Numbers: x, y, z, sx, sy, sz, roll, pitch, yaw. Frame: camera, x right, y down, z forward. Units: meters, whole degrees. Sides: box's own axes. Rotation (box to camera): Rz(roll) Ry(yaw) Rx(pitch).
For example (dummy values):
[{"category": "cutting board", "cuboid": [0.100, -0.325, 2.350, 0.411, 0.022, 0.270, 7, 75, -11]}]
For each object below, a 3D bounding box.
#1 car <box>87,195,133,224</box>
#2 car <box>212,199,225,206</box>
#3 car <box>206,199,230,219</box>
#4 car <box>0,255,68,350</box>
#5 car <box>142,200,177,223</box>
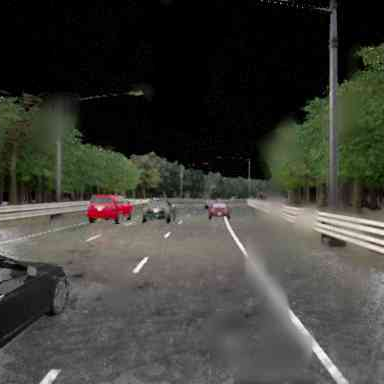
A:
[{"category": "car", "cuboid": [-6.022, 1.264, 25.013, 2.150, 2.045, 5.566, 0, 0, 4]}, {"category": "car", "cuboid": [4.950, 1.940, 61.960, 1.994, 1.385, 4.181, 0, -1, 10]}, {"category": "car", "cuboid": [2.379, 1.576, 29.073, 1.812, 1.442, 4.674, 0, 0, 4]}, {"category": "car", "cuboid": [-3.324, 1.529, 4.542, 1.812, 1.442, 4.674, 0, 0, 1]}, {"category": "car", "cuboid": [-2.437, 1.396, 25.940, 2.097, 1.767, 4.553, 0, 0, 4]}]
